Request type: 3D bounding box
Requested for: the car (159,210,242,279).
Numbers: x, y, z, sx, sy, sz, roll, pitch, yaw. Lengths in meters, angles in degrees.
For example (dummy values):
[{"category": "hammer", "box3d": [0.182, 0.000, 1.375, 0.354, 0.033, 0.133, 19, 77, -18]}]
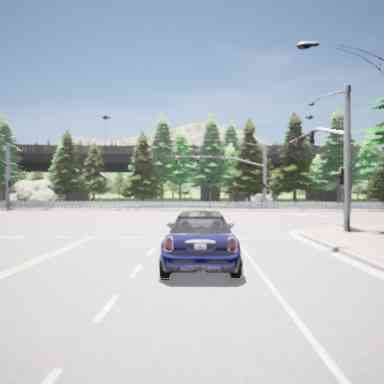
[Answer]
[{"category": "car", "box3d": [0.259, 1.348, 10.213, 2.097, 1.767, 4.553, 0, 0, 1]}]
